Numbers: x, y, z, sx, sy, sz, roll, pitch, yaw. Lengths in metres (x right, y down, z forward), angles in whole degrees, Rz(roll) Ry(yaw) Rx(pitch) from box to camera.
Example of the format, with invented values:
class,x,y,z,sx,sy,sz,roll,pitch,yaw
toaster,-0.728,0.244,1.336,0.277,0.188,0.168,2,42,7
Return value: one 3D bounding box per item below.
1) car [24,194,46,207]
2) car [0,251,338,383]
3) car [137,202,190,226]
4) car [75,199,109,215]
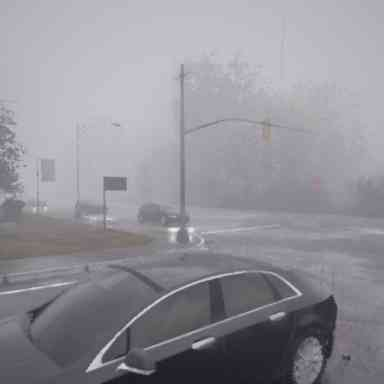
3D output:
class,x,y,z,sx,sy,sz,roll,pitch,yaw
car,-23.280,1.497,49.789,1.812,1.442,4.674,0,0,-39
car,-0.364,1.513,3.612,4.892,1.490,1.837,0,0,-36
car,-2.091,1.470,23.330,1.837,1.490,4.892,0,0,-39
car,-9.985,1.445,33.134,1.882,1.535,5.008,0,0,-39
